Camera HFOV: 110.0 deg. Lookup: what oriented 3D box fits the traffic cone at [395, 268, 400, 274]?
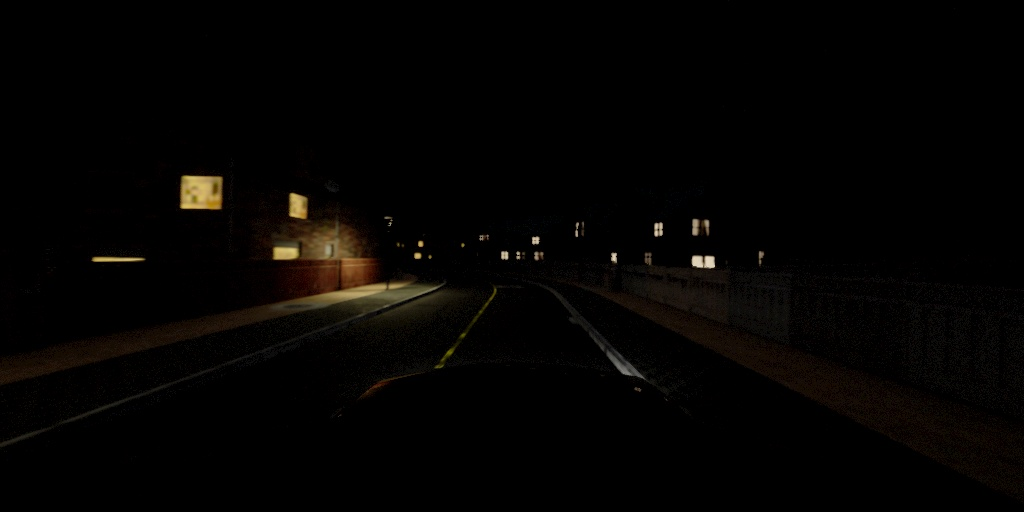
[{"bbox_3d":[-15.937,1.766,49.294,0.340,0.580,0.340,0,0,45],"label":"traffic cone"}]
